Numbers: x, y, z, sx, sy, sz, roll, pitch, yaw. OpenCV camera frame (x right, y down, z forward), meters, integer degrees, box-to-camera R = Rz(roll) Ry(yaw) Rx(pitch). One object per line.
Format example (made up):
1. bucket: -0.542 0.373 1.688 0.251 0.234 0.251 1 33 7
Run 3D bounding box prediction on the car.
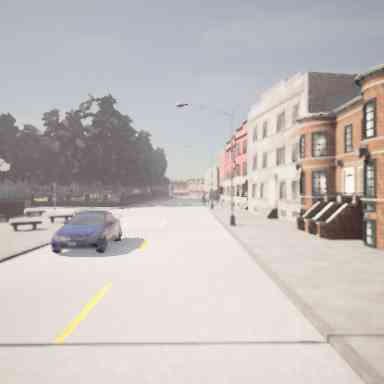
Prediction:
1. car: -4.082 1.514 13.623 1.812 1.442 4.674 0 0 0
